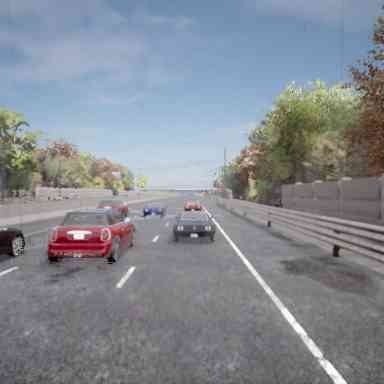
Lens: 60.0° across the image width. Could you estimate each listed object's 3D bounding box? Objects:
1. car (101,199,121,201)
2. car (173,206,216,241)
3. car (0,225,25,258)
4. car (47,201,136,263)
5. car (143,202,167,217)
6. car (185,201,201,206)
[{"bbox_3d":[-6.898,1.391,29.032,2.097,1.767,4.553,0,0,0],"label":"car"},{"bbox_3d":[0.105,1.620,16.721,1.895,1.301,4.718,0,0,0],"label":"car"},{"bbox_3d":[-6.902,1.502,9.998,2.128,1.511,4.902,0,0,0],"label":"car"},{"bbox_3d":[-3.400,1.365,12.145,2.097,1.767,4.553,0,0,0],"label":"car"},{"bbox_3d":[-3.393,1.644,31.506,1.895,1.301,4.718,0,0,0],"label":"car"},{"bbox_3d":[0.109,1.655,37.846,1.895,1.301,4.718,0,0,0],"label":"car"}]
